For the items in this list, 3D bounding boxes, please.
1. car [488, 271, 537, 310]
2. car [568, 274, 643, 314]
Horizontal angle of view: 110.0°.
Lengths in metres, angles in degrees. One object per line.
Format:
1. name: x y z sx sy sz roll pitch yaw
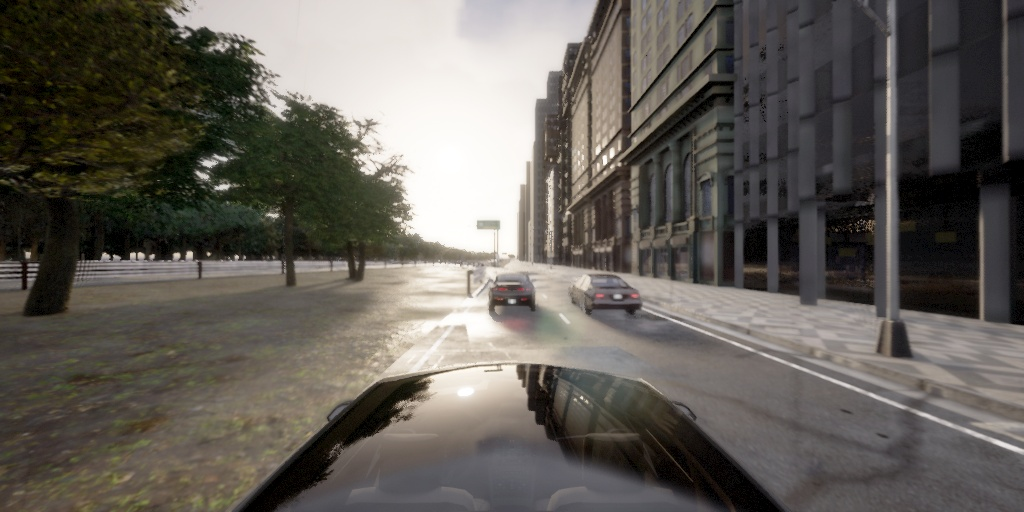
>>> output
1. car: 0.018 1.388 15.360 1.837 1.490 4.892 0 0 0
2. car: 3.508 1.419 14.373 2.033 1.411 5.357 0 -1 0
